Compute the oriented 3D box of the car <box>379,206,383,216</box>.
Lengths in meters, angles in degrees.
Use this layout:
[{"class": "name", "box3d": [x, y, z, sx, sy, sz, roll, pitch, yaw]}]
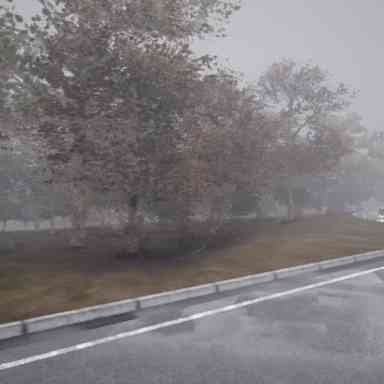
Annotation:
[{"class": "car", "box3d": [21.867, 1.818, 36.142, 2.033, 1.411, 5.357, 0, 0, 40]}]
